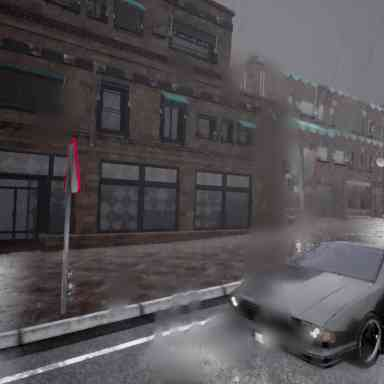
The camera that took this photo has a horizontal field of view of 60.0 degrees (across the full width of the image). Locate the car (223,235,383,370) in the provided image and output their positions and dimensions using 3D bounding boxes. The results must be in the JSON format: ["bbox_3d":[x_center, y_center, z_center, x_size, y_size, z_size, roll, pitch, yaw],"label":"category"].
[{"bbox_3d":[3.093,1.535,5.906,5.357,1.411,2.033,0,0,-36],"label":"car"}]
